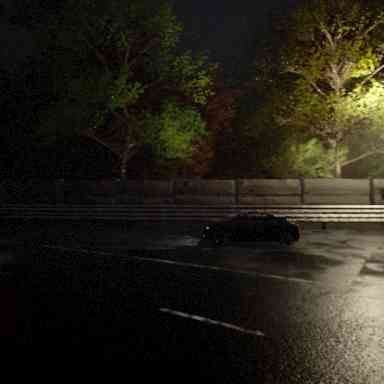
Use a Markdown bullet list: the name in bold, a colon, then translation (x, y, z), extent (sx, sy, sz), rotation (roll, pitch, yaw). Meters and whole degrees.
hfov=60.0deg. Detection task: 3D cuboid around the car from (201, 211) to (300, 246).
- **car**: translation (2.511, 1.528, 14.527), extent (4.181, 1.385, 1.994), rotation (0, 0, 5)
